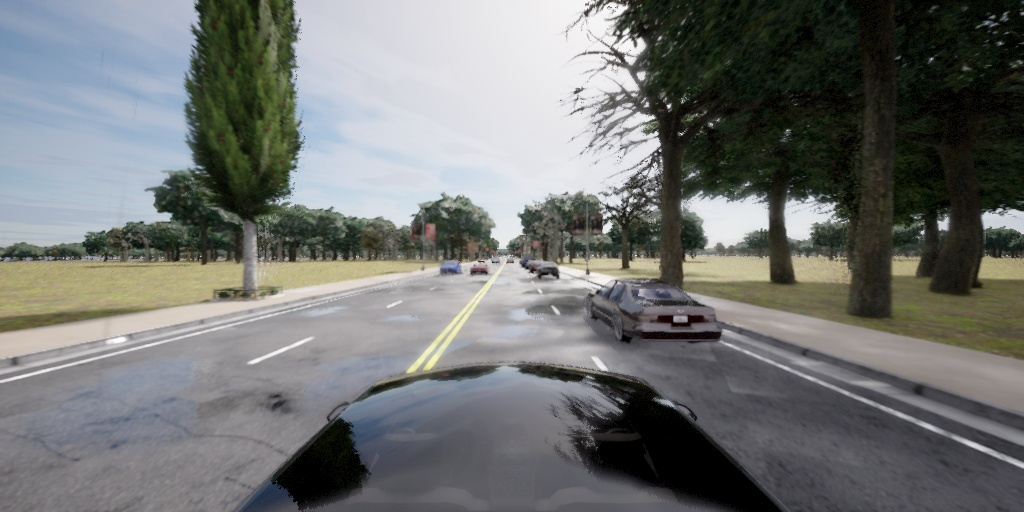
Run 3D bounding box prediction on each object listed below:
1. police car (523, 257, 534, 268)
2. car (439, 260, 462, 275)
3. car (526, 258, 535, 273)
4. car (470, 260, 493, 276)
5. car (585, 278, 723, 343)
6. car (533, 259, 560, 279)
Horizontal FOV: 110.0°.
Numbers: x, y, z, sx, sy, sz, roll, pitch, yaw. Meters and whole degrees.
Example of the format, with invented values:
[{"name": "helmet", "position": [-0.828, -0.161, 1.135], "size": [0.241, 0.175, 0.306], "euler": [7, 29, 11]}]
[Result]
[{"name": "police car", "position": [3.114, 1.292, 54.681], "size": [2.038, 1.542, 4.974], "euler": [0, 0, 0]}, {"name": "car", "position": [-6.655, 1.254, 39.296], "size": [1.882, 1.535, 5.008], "euler": [0, 0, 0]}, {"name": "car", "position": [3.166, 1.282, 43.705], "size": [2.163, 1.488, 4.792], "euler": [0, 0, 0]}, {"name": "car", "position": [-3.405, 1.376, 38.421], "size": [1.895, 1.301, 4.718], "euler": [0, 0, 0]}, {"name": "car", "position": [3.349, 1.299, 9.645], "size": [2.033, 1.411, 5.357], "euler": [0, 0, 0]}, {"name": "car", "position": [3.205, 1.273, 32.670], "size": [1.837, 1.490, 4.892], "euler": [0, 0, 0]}]
